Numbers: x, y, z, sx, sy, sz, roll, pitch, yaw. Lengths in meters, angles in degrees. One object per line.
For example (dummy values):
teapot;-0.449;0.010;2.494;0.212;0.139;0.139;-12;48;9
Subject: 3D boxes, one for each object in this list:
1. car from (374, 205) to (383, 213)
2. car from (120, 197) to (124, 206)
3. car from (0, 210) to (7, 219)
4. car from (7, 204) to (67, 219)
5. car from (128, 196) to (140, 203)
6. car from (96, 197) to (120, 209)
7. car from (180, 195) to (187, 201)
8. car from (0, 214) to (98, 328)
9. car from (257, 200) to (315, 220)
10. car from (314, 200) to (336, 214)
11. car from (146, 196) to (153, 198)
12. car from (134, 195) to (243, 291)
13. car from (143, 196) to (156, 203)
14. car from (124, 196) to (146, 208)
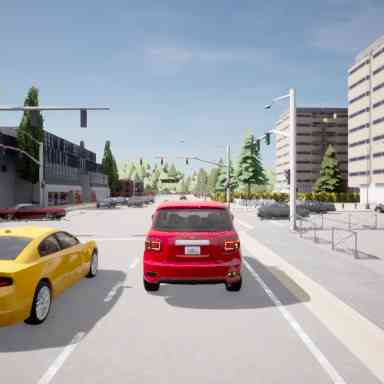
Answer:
car;22.167;1.547;34.885;5.357;1.411;2.033;0;0;-2
car;-12.063;1.547;56.111;2.033;1.411;5.357;0;0;-1
car;-14.868;1.505;21.479;4.892;1.490;1.837;0;-1;15
car;-12.392;1.601;26.007;4.718;1.301;1.895;0;0;-3
car;-12.390;1.595;70.837;1.895;1.301;4.718;0;0;-2
car;-11.793;1.492;45.859;2.128;1.511;4.902;0;0;-2
car;-2.336;1.524;87.193;1.812;1.442;4.674;0;0;-2
car;-3.478;1.478;7.125;1.882;1.535;5.008;0;0;0
car;7.435;1.564;27.200;4.181;1.385;1.994;0;0;-2
car;12.084;1.547;34.580;5.357;1.411;2.033;0;0;-2
car;-8.648;1.492;59.490;2.128;1.511;4.902;0;0;-1
car;0.016;1.221;9.112;2.150;2.045;5.566;0;0;0
car;-8.862;1.540;69.854;2.033;1.411;5.357;0;0;-2
car;-8.390;1.505;49.279;1.837;1.490;4.892;0;0;-2
